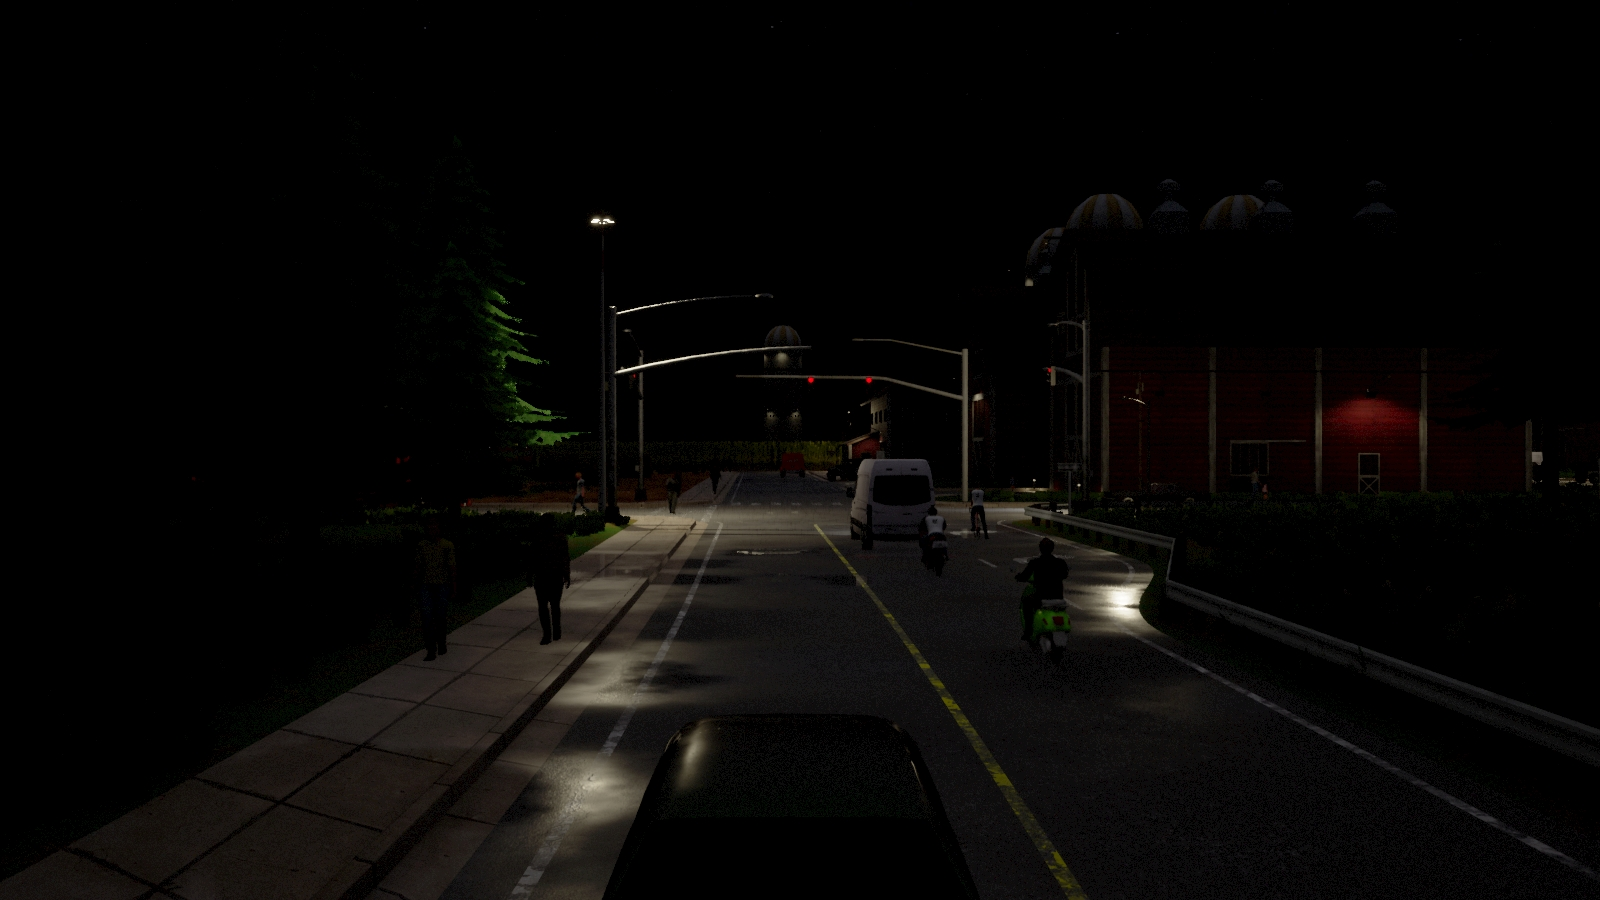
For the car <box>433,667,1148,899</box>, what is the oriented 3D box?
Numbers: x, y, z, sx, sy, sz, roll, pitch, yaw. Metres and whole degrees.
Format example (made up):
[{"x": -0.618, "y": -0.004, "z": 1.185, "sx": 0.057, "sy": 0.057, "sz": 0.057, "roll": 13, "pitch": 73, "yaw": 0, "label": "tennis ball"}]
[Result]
[{"x": -0.032, "y": 1.973, "z": 4.130, "sx": 1.851, "sy": 1.617, "sz": 3.988, "roll": 0, "pitch": 0, "yaw": 0, "label": "car"}]

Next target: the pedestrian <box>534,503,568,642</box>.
[{"x": -3.420, "y": 1.669, "z": 15.688, "sx": 0.375, "sy": 1.860, "sz": 0.375, "roll": 0, "pitch": 0, "yaw": 2, "label": "pedestrian"}]

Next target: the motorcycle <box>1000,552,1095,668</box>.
[{"x": 3.311, "y": 2.115, "z": 15.453, "sx": 0.856, "sy": 1.316, "sz": 1.805, "roll": 0, "pitch": 0, "yaw": -1, "label": "motorcycle"}]

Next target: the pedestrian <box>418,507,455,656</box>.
[{"x": -4.645, "y": 1.670, "z": 14.606, "sx": 0.375, "sy": 1.860, "sz": 0.375, "roll": 0, "pitch": 0, "yaw": -4, "label": "pedestrian"}]

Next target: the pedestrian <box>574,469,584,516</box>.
[{"x": -8.841, "y": 1.696, "z": 45.691, "sx": 0.375, "sy": 1.860, "sz": 0.375, "roll": 0, "pitch": 0, "yaw": -12, "label": "pedestrian"}]

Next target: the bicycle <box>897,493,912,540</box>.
[{"x": 3.290, "y": 2.079, "z": 36.037, "sx": 0.373, "sy": 1.396, "sz": 1.643, "roll": 0, "pitch": 0, "yaw": 3, "label": "bicycle"}]

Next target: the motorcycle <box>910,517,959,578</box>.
[{"x": 2.988, "y": 2.160, "z": 25.586, "sx": 0.803, "sy": 1.199, "sz": 2.033, "roll": 0, "pitch": 0, "yaw": -2, "label": "motorcycle"}]

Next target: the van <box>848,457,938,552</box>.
[{"x": 2.659, "y": 1.508, "z": 34.092, "sx": 1.988, "sy": 2.561, "sz": 5.915, "roll": 0, "pitch": 0, "yaw": -2, "label": "van"}]
